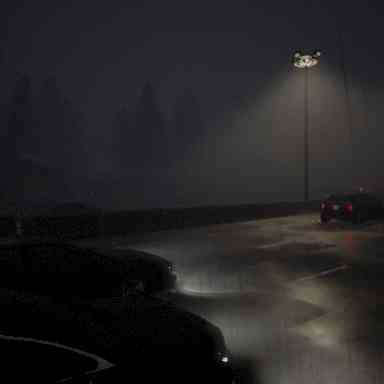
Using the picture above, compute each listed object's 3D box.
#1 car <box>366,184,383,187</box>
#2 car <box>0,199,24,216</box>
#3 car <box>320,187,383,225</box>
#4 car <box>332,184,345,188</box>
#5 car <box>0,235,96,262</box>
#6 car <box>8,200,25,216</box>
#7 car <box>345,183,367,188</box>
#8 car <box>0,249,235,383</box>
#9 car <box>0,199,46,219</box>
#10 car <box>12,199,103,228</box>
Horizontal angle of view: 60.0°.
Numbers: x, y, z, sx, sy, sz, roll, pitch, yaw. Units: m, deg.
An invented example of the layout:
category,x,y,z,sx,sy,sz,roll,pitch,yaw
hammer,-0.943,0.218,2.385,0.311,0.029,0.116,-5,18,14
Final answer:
category,x,y,z,sx,sy,sz,roll,pitch,yaw
car,29.046,-0.389,50.368,5.008,1.535,1.882,-3,2,-35
car,-11.832,1.354,25.644,4.902,1.511,2.128,-2,1,-35
car,9.428,0.809,19.061,4.553,1.767,2.097,-2,1,-35
car,24.889,-0.513,56.004,4.553,1.767,2.097,-3,2,-35
car,-2.944,1.523,5.944,5.357,1.411,2.033,-2,1,-35
car,-9.878,1.430,22.738,4.181,1.385,1.994,-2,1,-35
car,27.337,-0.536,53.443,4.553,1.767,2.097,-3,2,-35
car,-1.843,1.510,2.431,4.892,1.490,1.837,-2,1,-35
car,-14.979,1.406,27.698,4.892,1.490,1.837,-2,1,-35
car,-7.759,1.368,19.950,4.892,1.490,1.837,-2,1,-35
